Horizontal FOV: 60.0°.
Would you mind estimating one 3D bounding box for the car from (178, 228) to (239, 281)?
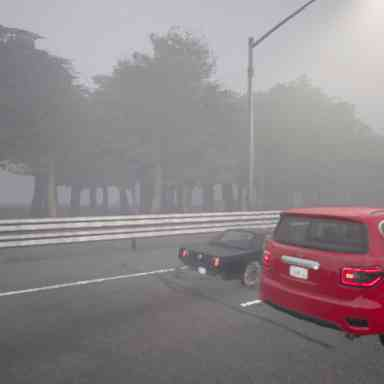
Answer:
[{"bbox_3d":[2.055,1.680,9.510,4.718,1.301,1.895,1,0,-35],"label":"car"}]

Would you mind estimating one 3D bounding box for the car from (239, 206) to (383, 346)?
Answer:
[{"bbox_3d":[3.741,1.295,6.414,5.566,2.045,2.150,1,0,-35],"label":"car"}]
